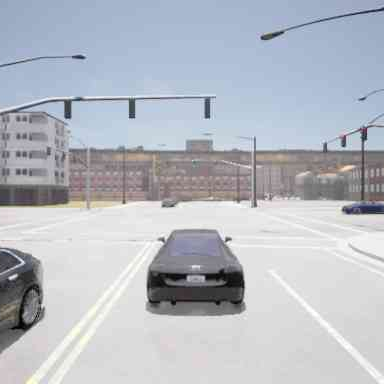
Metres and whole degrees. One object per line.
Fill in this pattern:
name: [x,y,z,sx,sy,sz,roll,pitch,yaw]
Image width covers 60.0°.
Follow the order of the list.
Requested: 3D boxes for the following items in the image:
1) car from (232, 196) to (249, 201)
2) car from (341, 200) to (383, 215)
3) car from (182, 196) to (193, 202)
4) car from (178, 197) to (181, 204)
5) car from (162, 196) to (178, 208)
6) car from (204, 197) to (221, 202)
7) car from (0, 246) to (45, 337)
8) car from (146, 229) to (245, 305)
car: [13.307,1.755,90.634,4.902,1.511,2.128,0,0,-24]
car: [17.019,1.517,32.729,4.181,1.385,1.994,-1,0,1]
car: [-1.199,1.707,81.166,1.837,1.490,4.892,0,0,23]
car: [-3.641,1.647,60.843,2.128,1.511,4.902,0,0,0]
car: [-3.642,1.657,51.703,1.812,1.442,4.674,0,0,0]
car: [5.272,1.811,84.699,1.895,1.301,4.718,0,0,43]
car: [-3.581,1.516,4.142,1.837,1.490,4.892,0,0,0]
car: [0.076,1.585,8.183,1.994,1.385,4.181,0,0,0]
